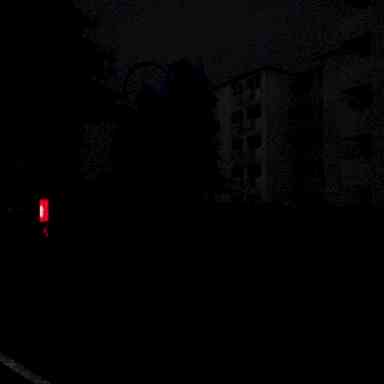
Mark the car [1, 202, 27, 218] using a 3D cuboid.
[{"bbox_3d":[-19.007,1.876,36.767,2.097,1.767,4.553,0,-1,-2],"label":"car"}]

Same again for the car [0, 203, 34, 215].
[{"bbox_3d":[-22.537,2.178,43.127,1.994,1.385,4.181,0,-1,4],"label":"car"}]
